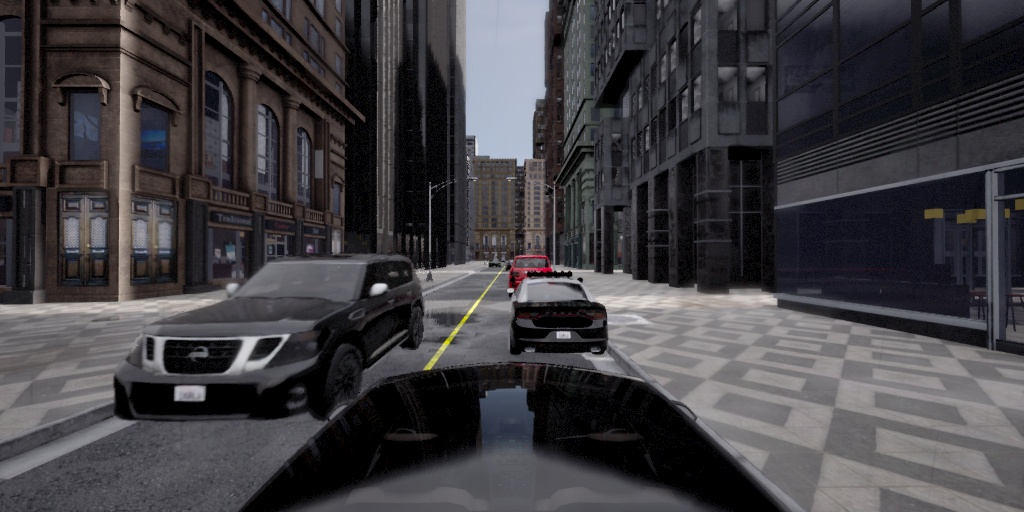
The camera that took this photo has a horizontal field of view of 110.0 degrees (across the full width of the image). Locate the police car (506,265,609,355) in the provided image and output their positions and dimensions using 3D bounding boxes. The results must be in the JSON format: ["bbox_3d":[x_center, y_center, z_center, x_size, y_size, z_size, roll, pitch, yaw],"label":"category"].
[{"bbox_3d":[0.905,1.179,8.856,1.930,1.638,5.238,0,0,0],"label":"police car"}]

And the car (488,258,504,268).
[{"bbox_3d":[-2.944,1.200,62.149,2.097,1.767,4.553,0,0,0],"label":"car"}]

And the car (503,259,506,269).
[{"bbox_3d":[0.092,1.414,48.560,1.895,1.301,4.718,0,0,1],"label":"car"}]

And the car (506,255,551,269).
[{"bbox_3d":[0.915,0.985,18.778,2.150,2.045,5.566,0,0,0],"label":"car"}]

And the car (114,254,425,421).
[{"bbox_3d":[-3.097,0.973,6.213,2.150,2.045,5.566,0,0,0],"label":"car"}]
